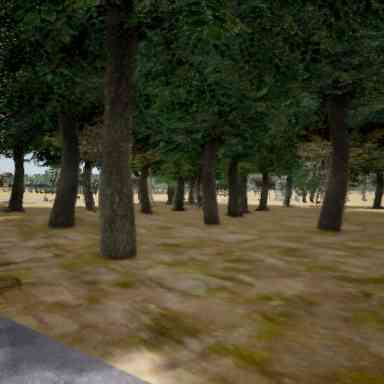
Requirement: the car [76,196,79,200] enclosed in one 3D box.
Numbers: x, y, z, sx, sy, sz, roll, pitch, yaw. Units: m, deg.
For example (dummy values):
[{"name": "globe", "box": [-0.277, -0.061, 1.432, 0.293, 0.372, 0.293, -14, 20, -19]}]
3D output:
[{"name": "car", "box": [-33.296, 1.246, 89.437, 1.882, 1.535, 5.008, 2, 0, 37]}]
